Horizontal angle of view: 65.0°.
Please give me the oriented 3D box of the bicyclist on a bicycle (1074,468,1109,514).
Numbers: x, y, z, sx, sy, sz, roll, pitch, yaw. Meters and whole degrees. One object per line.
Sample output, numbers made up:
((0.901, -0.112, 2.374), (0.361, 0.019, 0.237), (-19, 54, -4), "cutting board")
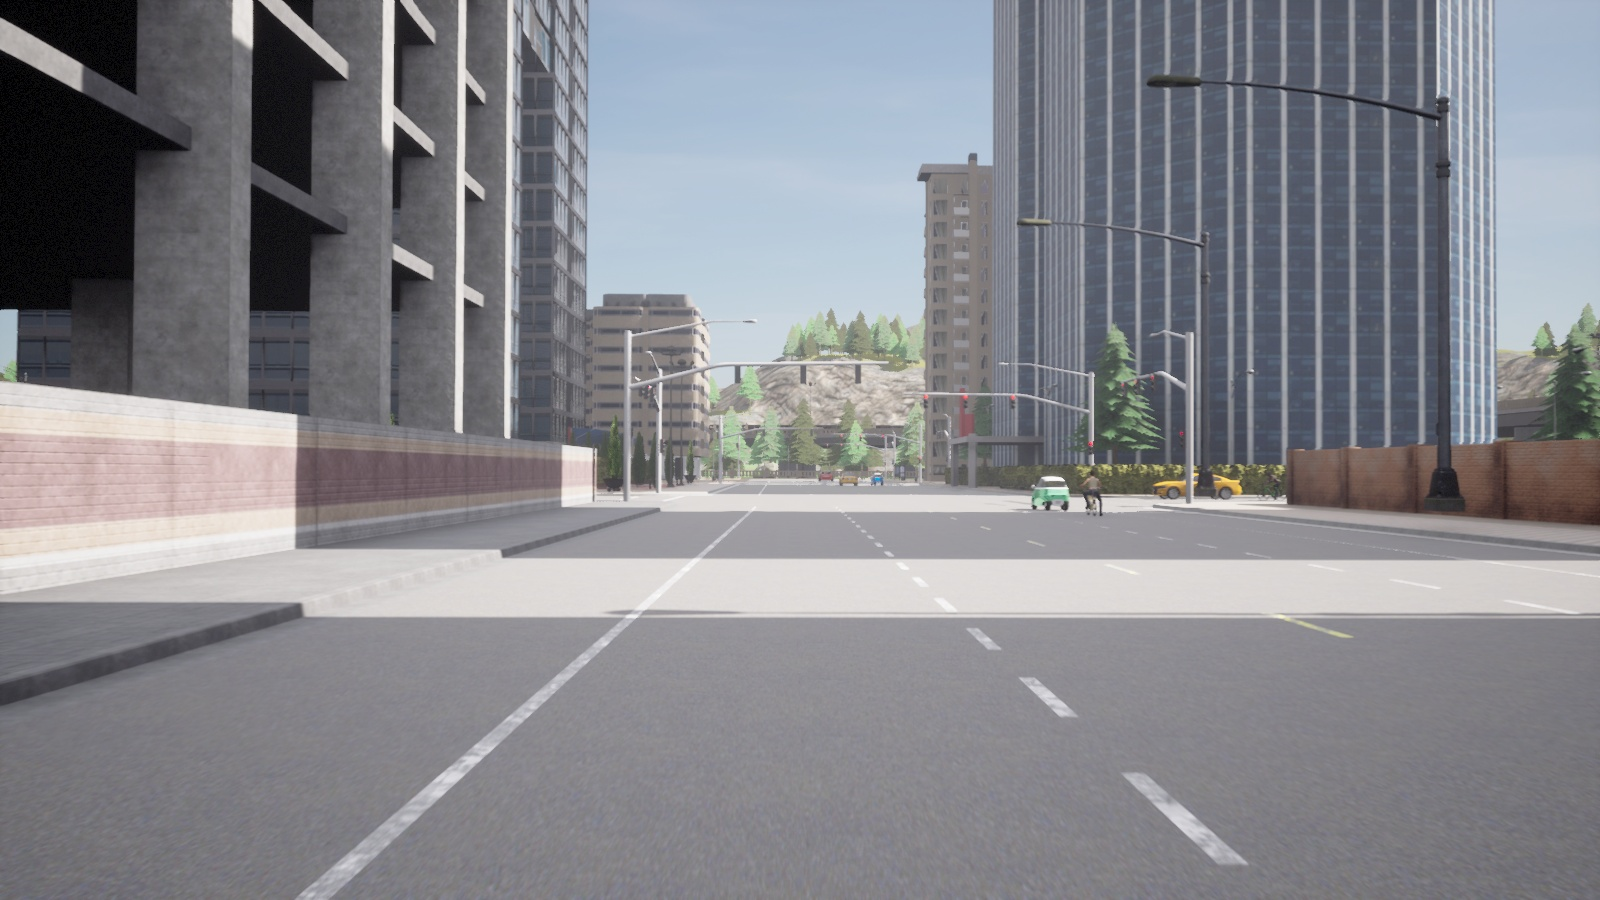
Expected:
((10.389, 1.460, 44.815), (0.866, 1.612, 1.509), (0, -1, 0), "bicyclist on a bicycle")

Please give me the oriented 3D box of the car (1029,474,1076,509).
((10.357, 1.692, 51.592), (1.481, 1.376, 2.207), (0, -1, -1), "car")

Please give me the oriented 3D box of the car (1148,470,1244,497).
((23.181, 1.931, 73.547), (5.008, 1.535, 1.882), (0, -1, -1), "car")
